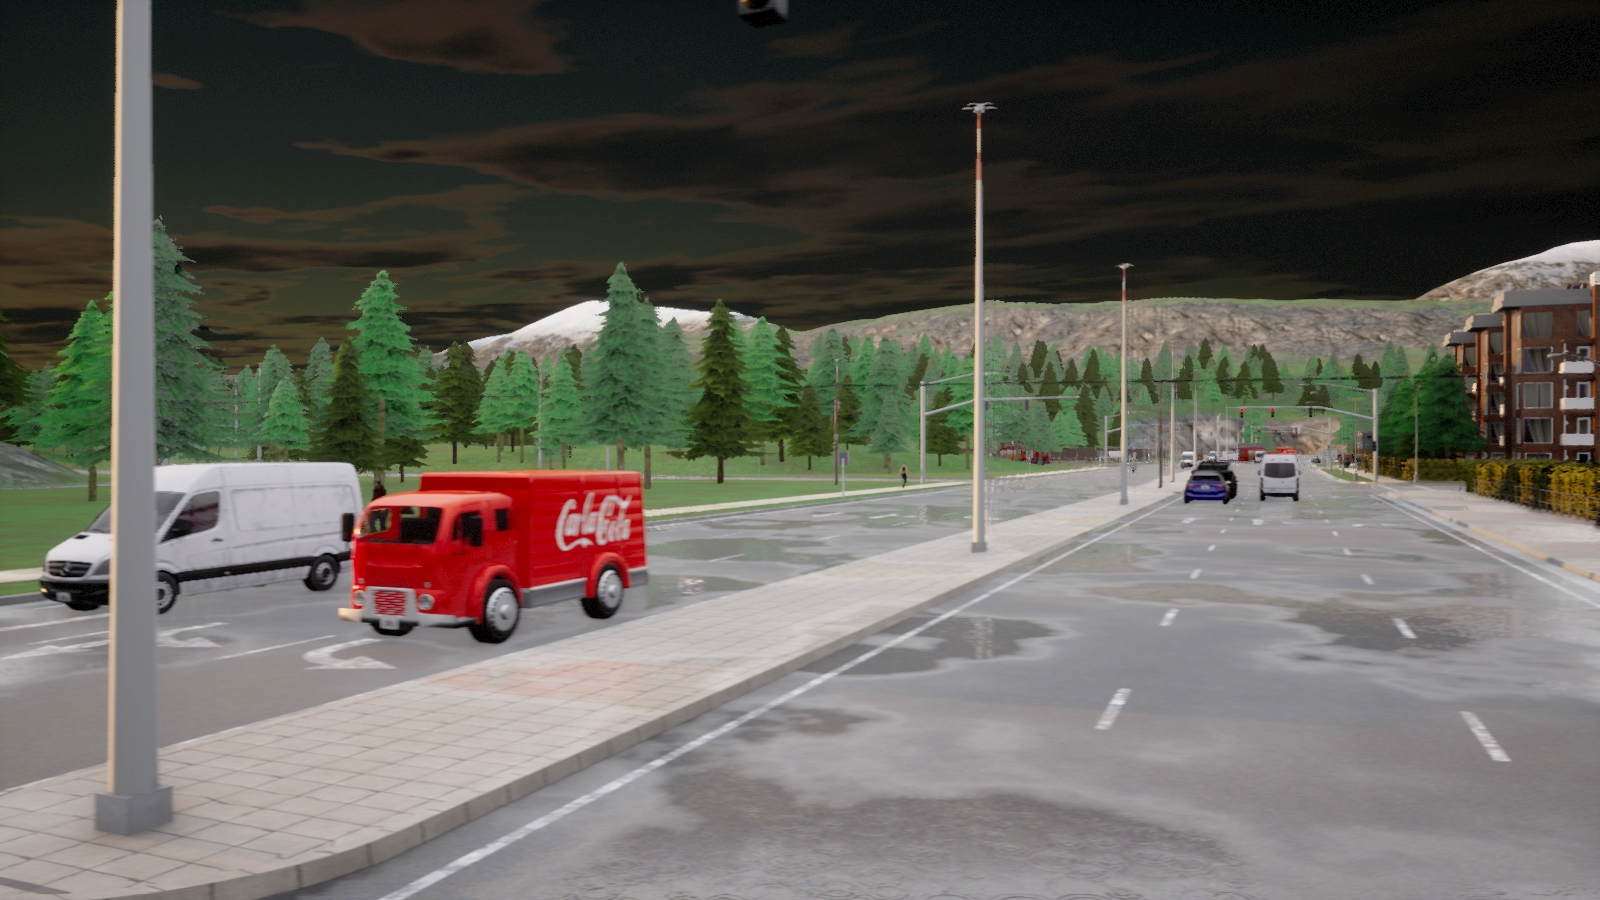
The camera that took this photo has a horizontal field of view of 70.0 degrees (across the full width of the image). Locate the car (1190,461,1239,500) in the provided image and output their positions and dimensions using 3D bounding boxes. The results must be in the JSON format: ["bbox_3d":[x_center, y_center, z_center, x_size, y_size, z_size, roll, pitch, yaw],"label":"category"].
[{"bbox_3d":[24.379,1.752,67.119,2.390,2.098,6.274,0,0,23],"label":"car"}]

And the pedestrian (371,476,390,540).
[{"bbox_3d":[-12.337,1.694,33.586,0.375,1.860,0.375,0,0,23],"label":"pedestrian"}]

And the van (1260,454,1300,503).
[{"bbox_3d":[26.973,1.533,64.278,1.988,2.561,5.915,0,0,23],"label":"van"}]

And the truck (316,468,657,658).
[{"bbox_3d":[-4.722,1.567,18.262,2.627,2.467,5.204,0,0,22],"label":"truck"}]

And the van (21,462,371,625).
[{"bbox_3d":[-10.981,1.532,21.450,1.988,2.561,5.915,0,0,22],"label":"van"}]

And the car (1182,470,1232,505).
[{"bbox_3d":[21.646,1.966,60.615,2.242,1.667,4.611,0,0,23],"label":"car"}]

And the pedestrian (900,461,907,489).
[{"bbox_3d":[7.049,1.693,77.625,0.375,1.860,0.375,0,0,23],"label":"pedestrian"}]
